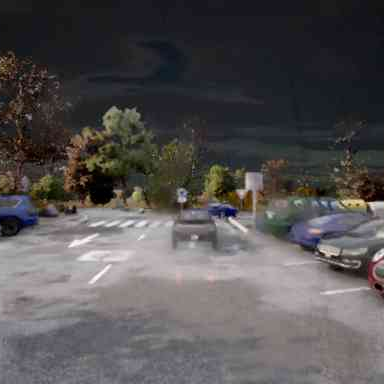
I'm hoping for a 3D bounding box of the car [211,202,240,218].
[{"bbox_3d":[2.827,1.741,31.746,1.882,1.535,5.008,0,-3,35],"label":"car"}]

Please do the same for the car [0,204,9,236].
[{"bbox_3d":[-10.955,1.485,14.262,4.892,1.521,2.231,-1,0,-20],"label":"car"}]

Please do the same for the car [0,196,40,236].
[{"bbox_3d":[-10.973,1.232,17.266,5.566,2.045,2.435,-1,0,-20],"label":"car"}]

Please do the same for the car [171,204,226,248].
[{"bbox_3d":[0.100,1.489,14.793,2.128,1.511,4.902,0,0,0],"label":"car"}]

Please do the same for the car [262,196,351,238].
[{"bbox_3d":[6.026,1.232,15.860,5.566,2.045,2.435,1,0,-20],"label":"car"}]

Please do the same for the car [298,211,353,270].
[{"bbox_3d":[6.005,1.486,9.927,4.892,1.521,2.231,1,0,-20],"label":"car"}]

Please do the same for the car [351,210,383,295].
[{"bbox_3d":[6.032,1.360,6.976,4.553,1.767,2.185,1,0,-20],"label":"car"}]

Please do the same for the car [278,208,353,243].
[{"bbox_3d":[5.999,1.524,12.884,4.674,1.452,2.002,1,0,-20],"label":"car"}]
